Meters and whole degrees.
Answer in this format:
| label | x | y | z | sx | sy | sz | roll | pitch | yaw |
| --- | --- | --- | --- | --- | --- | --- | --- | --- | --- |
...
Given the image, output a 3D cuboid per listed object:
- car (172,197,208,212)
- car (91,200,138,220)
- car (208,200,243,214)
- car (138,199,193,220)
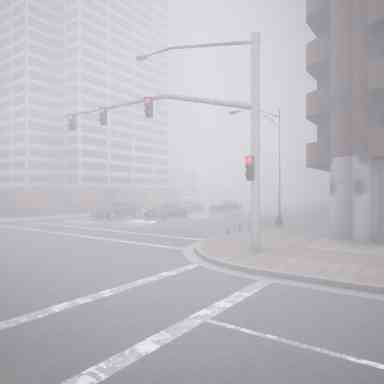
| label | x | y | z | sx | sy | sz | roll | pitch | yaw |
| --- | --- | --- | --- | --- | --- | --- | --- | --- | --- |
| car | -0.518 | 1.564 | 36.312 | 1.994 | 1.385 | 4.181 | 0 | 0 | 35 |
| car | -6.241 | 1.505 | 28.188 | 1.837 | 1.490 | 4.892 | 0 | 0 | 35 |
| car | 3.744 | 1.601 | 36.280 | 1.895 | 1.301 | 4.718 | 0 | 0 | 35 |
| car | -2.131 | 1.564 | 27.947 | 1.994 | 1.385 | 4.181 | 0 | 0 | 35 |
